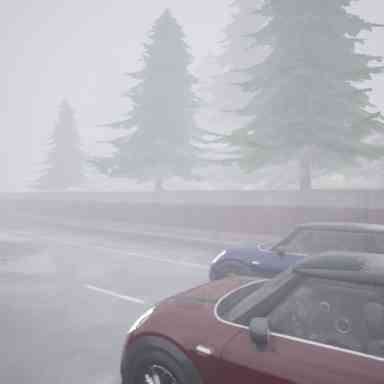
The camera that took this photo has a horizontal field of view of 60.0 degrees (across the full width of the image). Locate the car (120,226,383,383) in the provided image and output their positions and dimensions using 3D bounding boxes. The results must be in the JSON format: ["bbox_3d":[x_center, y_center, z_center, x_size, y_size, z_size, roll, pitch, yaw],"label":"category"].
[{"bbox_3d":[1.446,1.365,3.080,4.553,1.767,2.097,0,0,36],"label":"car"}]

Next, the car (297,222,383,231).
[{"bbox_3d":[2.563,1.379,6.603,4.553,1.767,2.097,0,0,36],"label":"car"}]
